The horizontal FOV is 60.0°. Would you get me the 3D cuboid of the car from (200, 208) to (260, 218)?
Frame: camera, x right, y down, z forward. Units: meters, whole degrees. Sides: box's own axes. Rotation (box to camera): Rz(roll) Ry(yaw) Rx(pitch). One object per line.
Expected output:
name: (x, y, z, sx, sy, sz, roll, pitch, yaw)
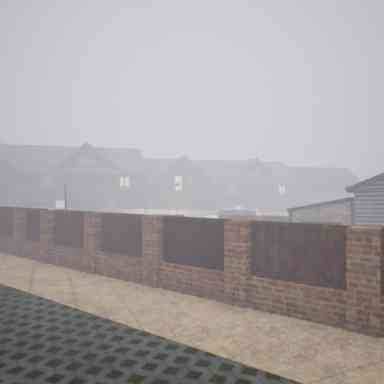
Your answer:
car: (3.154, 2.347, 27.646, 5.566, 2.045, 2.150, 3, -2, -22)
